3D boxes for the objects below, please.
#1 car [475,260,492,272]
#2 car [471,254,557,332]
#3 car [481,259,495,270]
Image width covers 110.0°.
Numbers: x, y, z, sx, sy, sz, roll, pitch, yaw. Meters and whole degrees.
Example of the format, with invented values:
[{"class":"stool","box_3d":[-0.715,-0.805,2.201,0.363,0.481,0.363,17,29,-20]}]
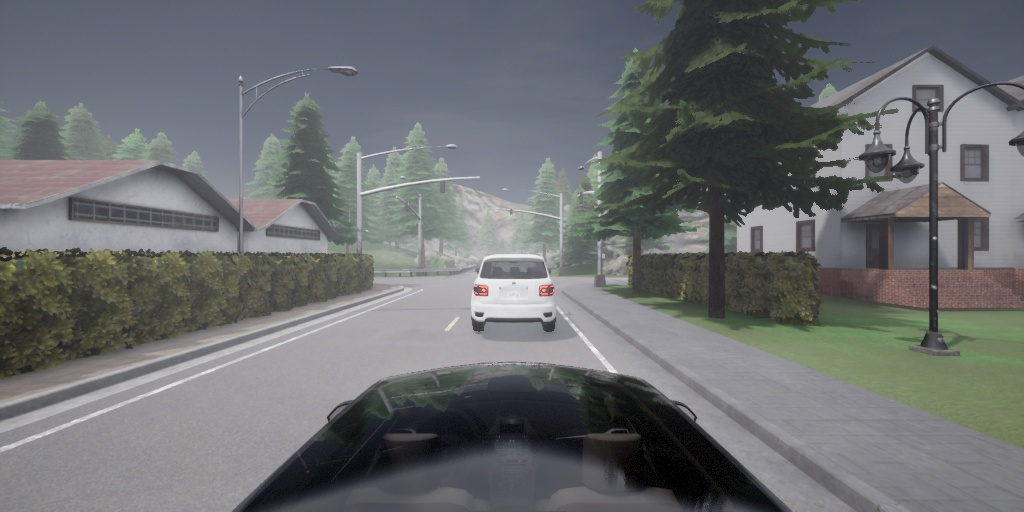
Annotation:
[{"class":"car","box_3d":[-3.629,1.254,46.033,1.837,1.490,4.892,0,0,0]},{"class":"car","box_3d":[0.058,0.972,10.961,2.150,2.045,5.566,0,0,0]},{"class":"car","box_3d":[-3.634,1.276,55.270,1.812,1.442,4.674,0,0,0]}]
